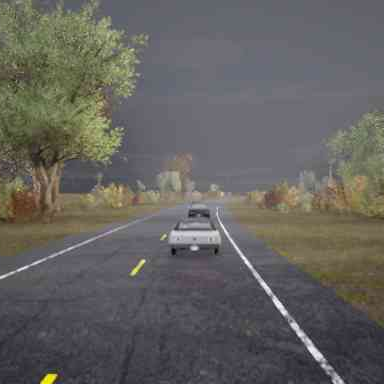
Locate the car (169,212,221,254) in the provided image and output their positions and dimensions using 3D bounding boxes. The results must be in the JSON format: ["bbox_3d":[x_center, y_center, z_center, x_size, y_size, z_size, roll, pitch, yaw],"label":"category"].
[{"bbox_3d":[0.145,1.729,14.030,1.895,1.301,4.718,0,0,1],"label":"car"}]

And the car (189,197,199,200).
[{"bbox_3d":[0.584,1.963,72.035,2.097,1.767,4.553,0,0,6],"label":"car"}]

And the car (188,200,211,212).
[{"bbox_3d":[0.672,1.740,29.349,1.882,1.535,5.008,0,0,3],"label":"car"}]
